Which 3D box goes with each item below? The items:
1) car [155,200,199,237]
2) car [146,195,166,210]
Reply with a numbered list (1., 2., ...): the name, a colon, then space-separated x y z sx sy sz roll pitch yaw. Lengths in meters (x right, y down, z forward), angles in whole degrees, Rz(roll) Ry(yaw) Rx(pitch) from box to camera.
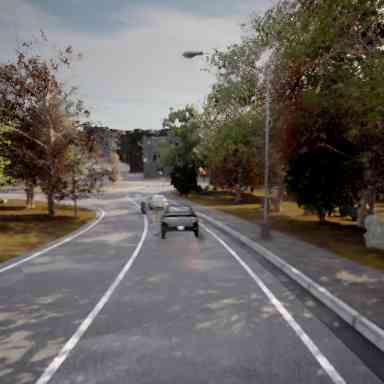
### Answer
1. car: -0.752 1.418 17.663 2.128 1.511 4.902 -1 0 -6
2. car: -3.633 0.986 34.817 1.812 1.442 4.674 -1 3 -13
